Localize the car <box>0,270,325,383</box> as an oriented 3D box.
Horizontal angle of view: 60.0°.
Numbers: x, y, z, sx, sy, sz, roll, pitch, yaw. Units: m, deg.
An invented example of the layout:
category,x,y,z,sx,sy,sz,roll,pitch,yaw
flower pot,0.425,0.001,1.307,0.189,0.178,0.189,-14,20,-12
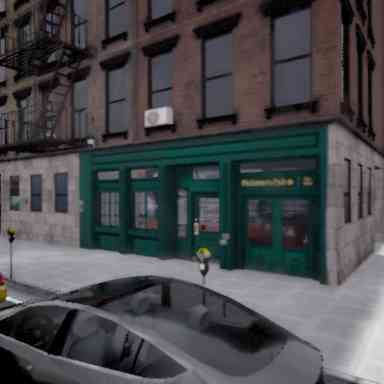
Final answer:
category,x,y,z,sx,sy,sz,roll,pitch,yaw
car,-0.876,1.579,3.436,4.313,1.339,1.947,0,0,36
